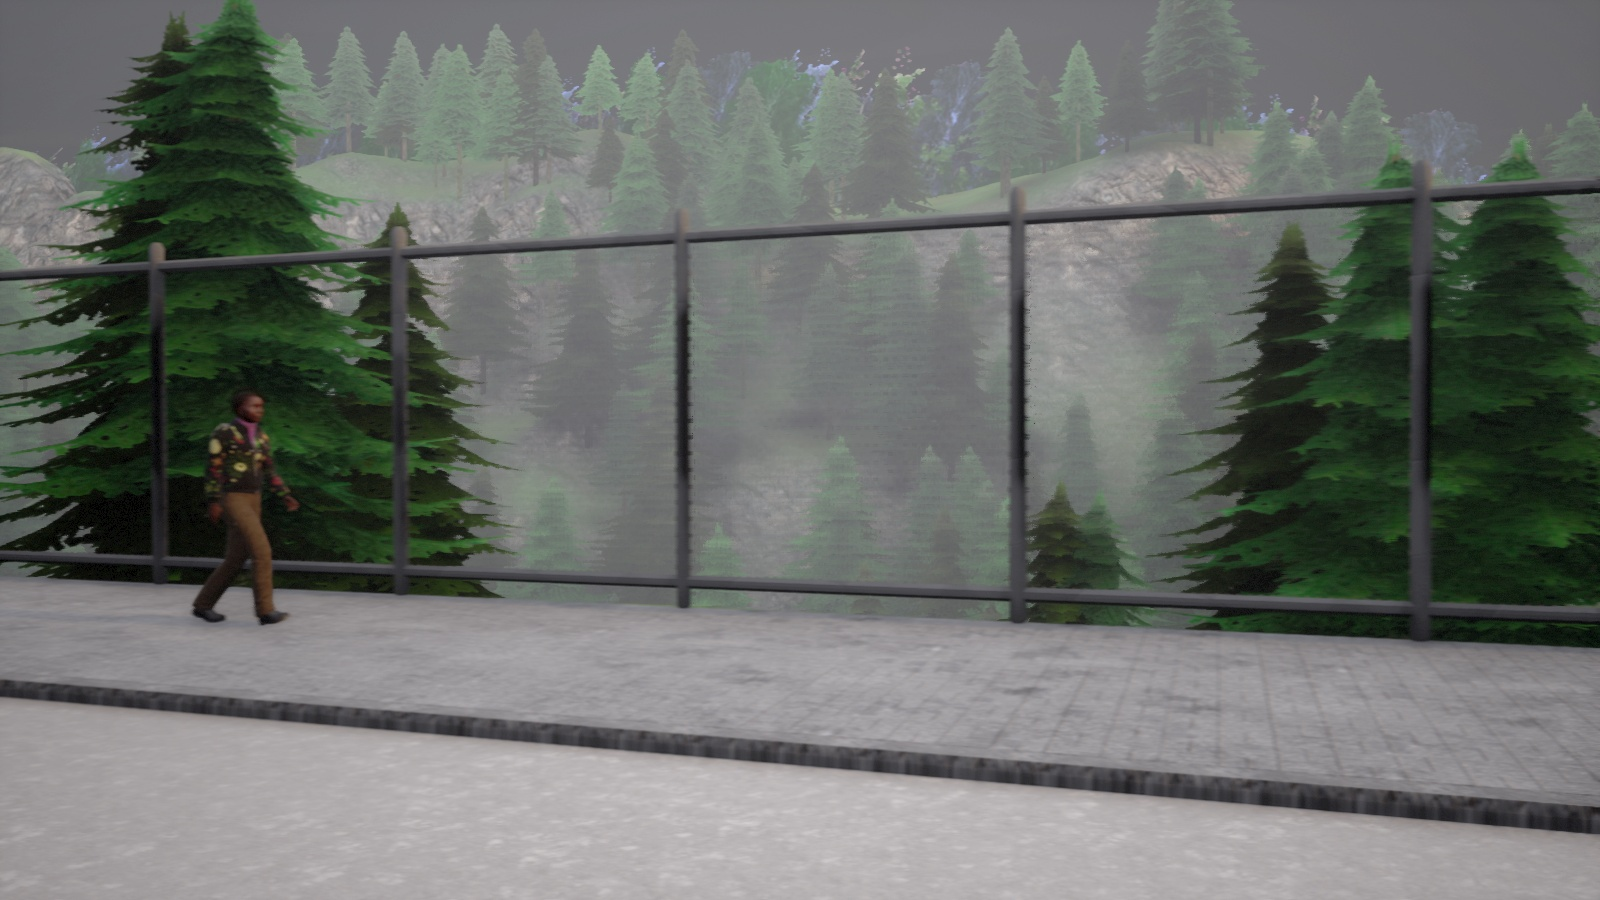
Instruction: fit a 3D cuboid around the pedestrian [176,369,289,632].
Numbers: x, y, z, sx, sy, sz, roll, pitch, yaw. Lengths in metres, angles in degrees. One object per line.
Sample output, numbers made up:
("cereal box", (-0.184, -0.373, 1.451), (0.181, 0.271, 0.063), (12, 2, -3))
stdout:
("pedestrian", (-4.300, 0.368, 9.524), (0.692, 1.930, 0.395), (0, 1, 17))
